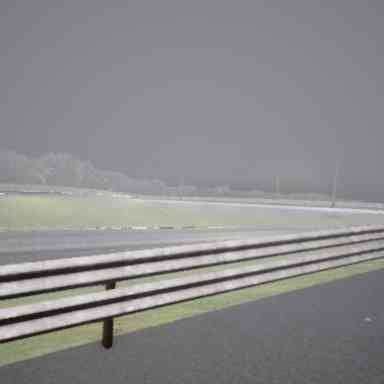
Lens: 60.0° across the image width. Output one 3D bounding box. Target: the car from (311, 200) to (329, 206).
[{"bbox_3d":[26.477,2.398,67.116,5.008,1.535,1.882,2,-3,34],"label":"car"}]
